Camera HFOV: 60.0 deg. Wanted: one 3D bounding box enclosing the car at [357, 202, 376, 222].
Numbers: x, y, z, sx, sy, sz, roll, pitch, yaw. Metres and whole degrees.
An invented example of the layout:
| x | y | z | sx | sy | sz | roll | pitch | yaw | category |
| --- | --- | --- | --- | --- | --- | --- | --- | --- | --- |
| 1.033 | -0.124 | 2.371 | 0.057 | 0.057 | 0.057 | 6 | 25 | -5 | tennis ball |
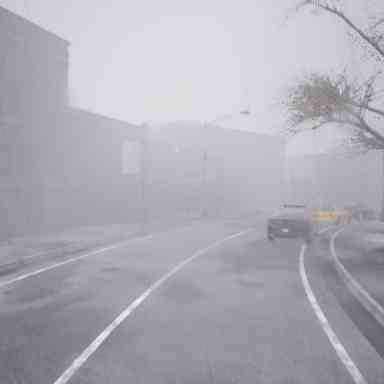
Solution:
| x | y | z | sx | sy | sz | roll | pitch | yaw | category |
| --- | --- | --- | --- | --- | --- | --- | --- | --- | --- |
| 14.008 | 1.649 | 28.404 | 4.892 | 1.490 | 1.837 | 1 | 1 | -43 | car |

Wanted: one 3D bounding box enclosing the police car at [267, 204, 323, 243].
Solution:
| x | y | z | sx | sy | sz | roll | pitch | yaw | category |
| --- | --- | --- | --- | --- | --- | --- | --- | --- | --- |
| 5.142 | 1.450 | 16.597 | 1.930 | 1.638 | 5.238 | 1 | 0 | 26 | police car |

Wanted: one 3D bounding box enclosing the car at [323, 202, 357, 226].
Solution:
| x | y | z | sx | sy | sz | roll | pitch | yaw | category |
| --- | --- | --- | --- | --- | --- | --- | --- | --- | --- |
| 10.272 | 1.542 | 24.483 | 1.801 | 1.575 | 5.366 | 2 | 1 | 39 | car |
